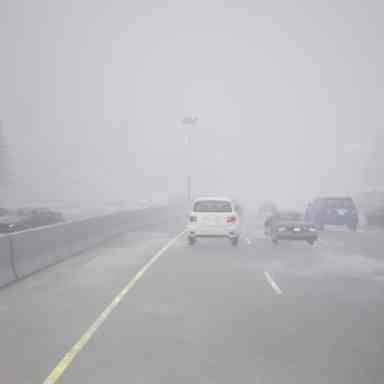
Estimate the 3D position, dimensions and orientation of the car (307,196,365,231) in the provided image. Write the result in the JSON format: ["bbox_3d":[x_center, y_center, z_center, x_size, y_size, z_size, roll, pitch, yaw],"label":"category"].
[{"bbox_3d":[8.865,1.301,21.462,2.150,2.045,5.566,0,0,9],"label":"car"}]

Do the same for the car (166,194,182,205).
[{"bbox_3d":[-2.708,1.370,59.740,2.150,2.045,5.566,0,0,21],"label":"car"}]

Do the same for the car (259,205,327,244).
[{"bbox_3d":[4.609,1.602,16.149,2.033,1.411,5.357,0,0,7],"label":"car"}]

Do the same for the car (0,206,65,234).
[{"bbox_3d":[-9.329,1.572,19.089,2.033,1.411,5.357,0,0,7],"label":"car"}]

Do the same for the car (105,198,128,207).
[{"bbox_3d":[-12.167,1.634,54.021,1.812,1.442,4.674,0,0,18],"label":"car"}]

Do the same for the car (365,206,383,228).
[{"bbox_3d":[12.252,1.564,20.340,1.882,1.535,5.008,0,0,8],"label":"car"}]

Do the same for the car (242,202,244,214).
[{"bbox_3d":[4.169,1.452,33.883,2.097,1.767,4.553,0,0,13],"label":"car"}]

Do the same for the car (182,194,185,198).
[{"bbox_3d":[0.708,1.376,58.892,2.150,2.045,5.566,0,0,22],"label":"car"}]

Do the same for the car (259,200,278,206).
[{"bbox_3d":[8.509,1.645,37.006,1.812,1.442,4.674,0,0,14],"label":"car"}]

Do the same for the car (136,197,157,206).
[{"bbox_3d":[-7.617,1.653,56.593,1.812,1.442,4.674,0,0,20],"label":"car"}]

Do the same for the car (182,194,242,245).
[{"bbox_3d":[1.108,1.267,15.998,2.150,2.045,5.566,0,0,7],"label":"car"}]
